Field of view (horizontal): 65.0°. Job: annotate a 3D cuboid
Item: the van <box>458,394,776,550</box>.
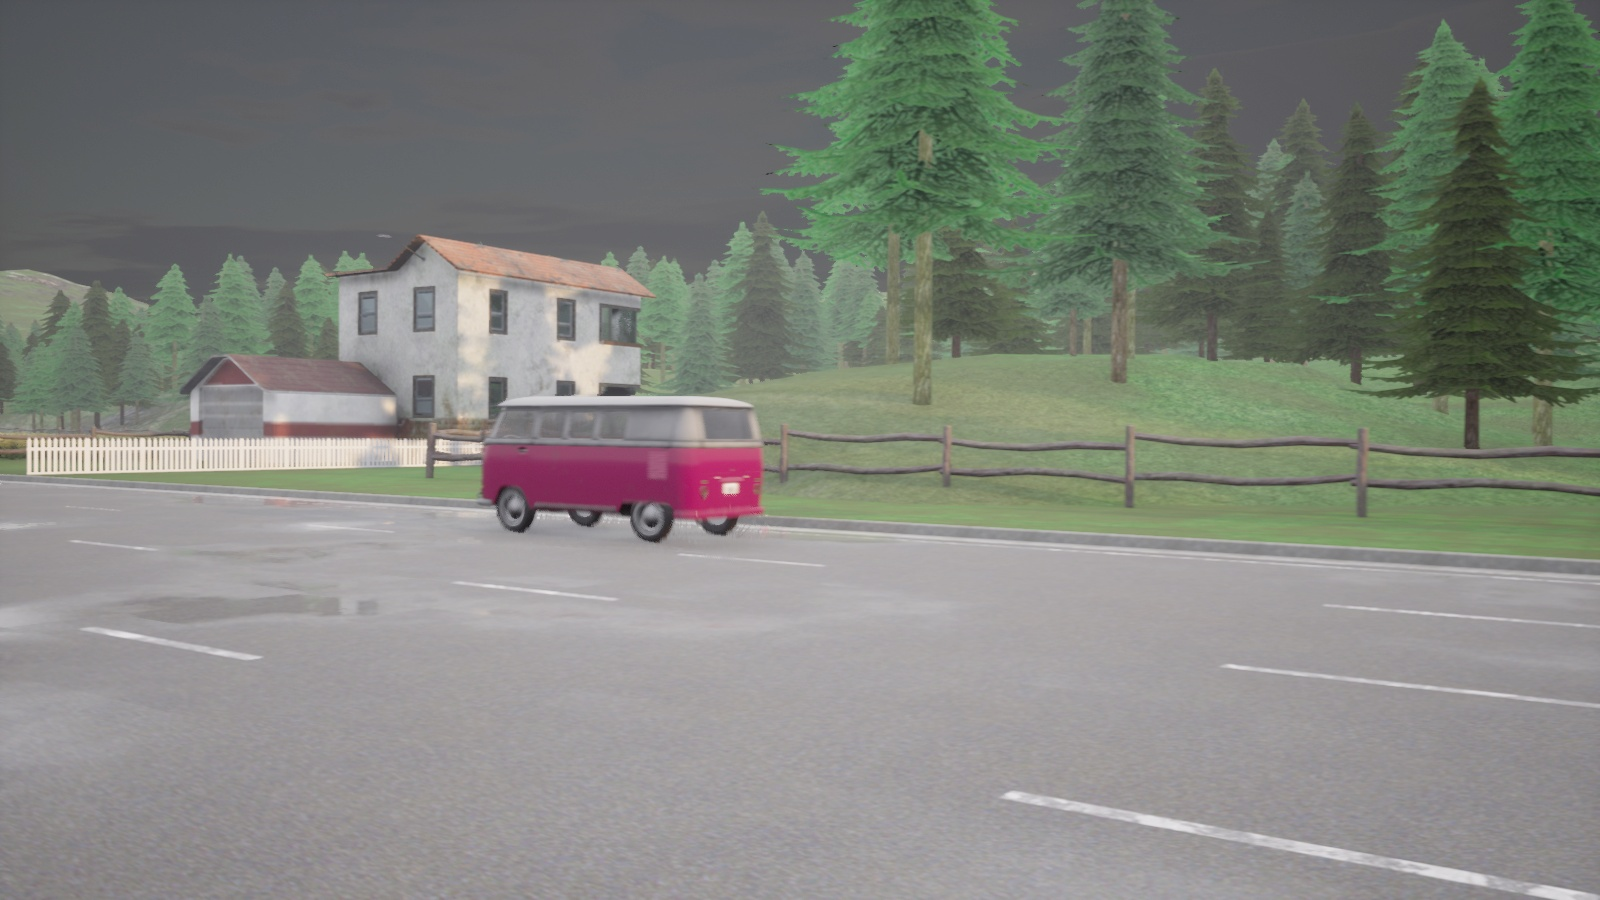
[{"bbox_3d":[-2.680,0.263,18.005,4.442,1.987,1.775,0,1,34],"label":"van"}]
